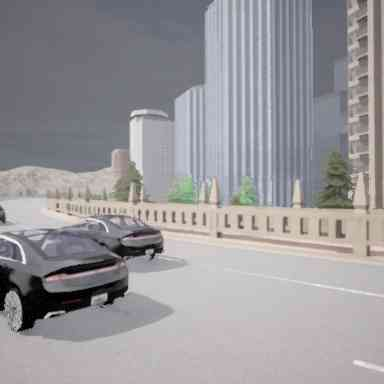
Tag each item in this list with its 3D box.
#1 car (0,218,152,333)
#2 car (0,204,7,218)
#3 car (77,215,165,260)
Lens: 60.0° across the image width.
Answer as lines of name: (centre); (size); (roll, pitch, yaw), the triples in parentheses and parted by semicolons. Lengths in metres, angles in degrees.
car: (-3.351, 1.511, 6.914); (4.902, 1.511, 2.128); (0, 0, 40)
car: (-15.143, 1.564, 24.893); (2.128, 1.511, 4.902); (0, 0, -36)
car: (-3.039, 1.526, 11.293); (4.902, 1.511, 2.128); (0, 0, 42)
